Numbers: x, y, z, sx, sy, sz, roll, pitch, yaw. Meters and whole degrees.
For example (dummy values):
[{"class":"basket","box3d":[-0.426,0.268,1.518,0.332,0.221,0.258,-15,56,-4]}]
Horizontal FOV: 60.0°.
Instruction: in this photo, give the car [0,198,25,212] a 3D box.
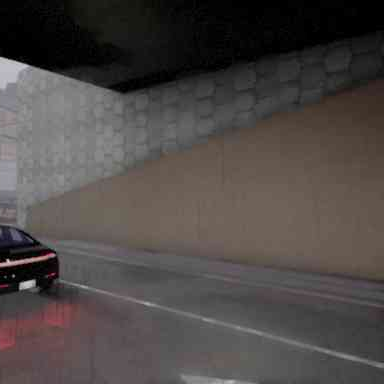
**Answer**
[{"class":"car","box3d":[-19.349,1.316,34.964,1.853,1.218,4.536,0,0,-9]}]

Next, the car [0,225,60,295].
[{"class":"car","box3d":[-5.009,1.497,7.559,4.902,1.511,2.128,0,0,36]}]

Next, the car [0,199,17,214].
[{"class":"car","box3d":[-15.599,1.313,32.152,4.536,1.218,1.853,0,0,1]}]
